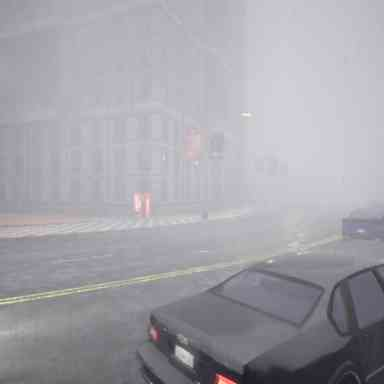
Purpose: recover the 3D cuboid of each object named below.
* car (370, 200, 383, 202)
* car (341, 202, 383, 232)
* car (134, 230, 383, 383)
[{"bbox_3d":[18.099,1.512,32.450,1.812,1.442,4.674,0,0,25],"label":"car"},{"bbox_3d":[8.596,1.471,15.659,1.882,1.535,5.008,0,0,40],"label":"car"},{"bbox_3d":[1.949,1.545,4.523,5.357,1.411,2.033,0,0,-36],"label":"car"}]
